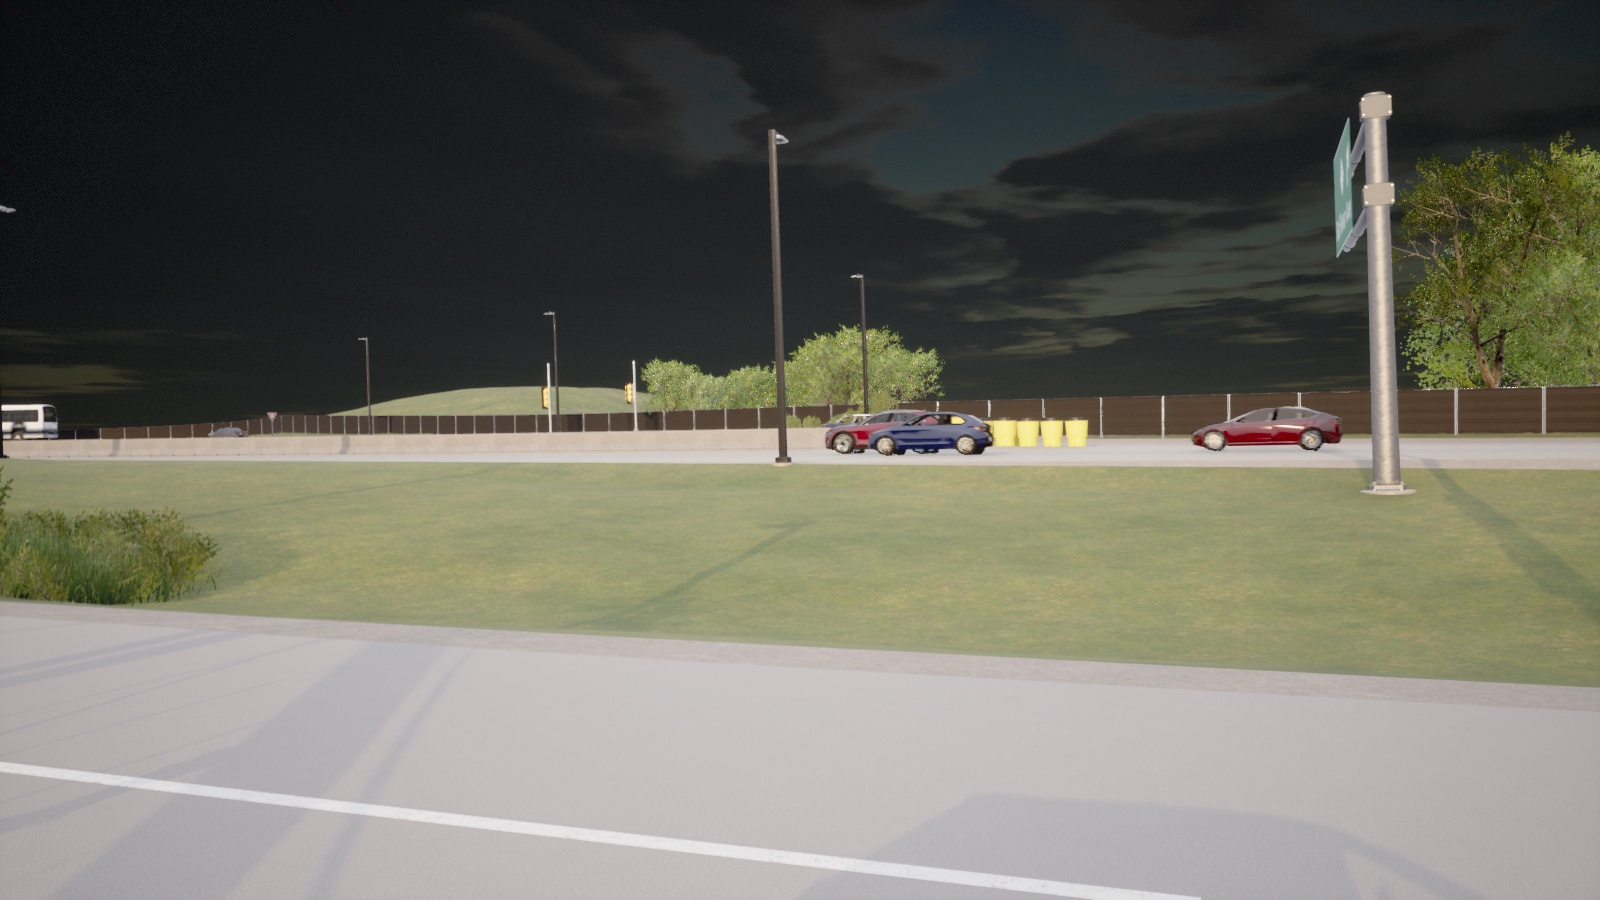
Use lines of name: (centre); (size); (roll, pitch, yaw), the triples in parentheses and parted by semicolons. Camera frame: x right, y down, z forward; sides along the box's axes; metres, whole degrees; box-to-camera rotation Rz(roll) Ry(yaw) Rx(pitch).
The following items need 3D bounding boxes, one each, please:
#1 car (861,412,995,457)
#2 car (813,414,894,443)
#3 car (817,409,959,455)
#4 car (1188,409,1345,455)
car: (4.333, -0.517, 42.436); (4.193, 1.474, 1.816); (0, 1, 20)
car: (2.708, -1.118, 64.511); (3.806, 1.475, 1.970); (1, 2, 44)
car: (3.273, -0.647, 46.544); (4.856, 1.649, 2.033); (0, 1, 20)
car: (15.568, -0.587, 42.075); (4.792, 1.488, 2.163); (0, 1, 20)
